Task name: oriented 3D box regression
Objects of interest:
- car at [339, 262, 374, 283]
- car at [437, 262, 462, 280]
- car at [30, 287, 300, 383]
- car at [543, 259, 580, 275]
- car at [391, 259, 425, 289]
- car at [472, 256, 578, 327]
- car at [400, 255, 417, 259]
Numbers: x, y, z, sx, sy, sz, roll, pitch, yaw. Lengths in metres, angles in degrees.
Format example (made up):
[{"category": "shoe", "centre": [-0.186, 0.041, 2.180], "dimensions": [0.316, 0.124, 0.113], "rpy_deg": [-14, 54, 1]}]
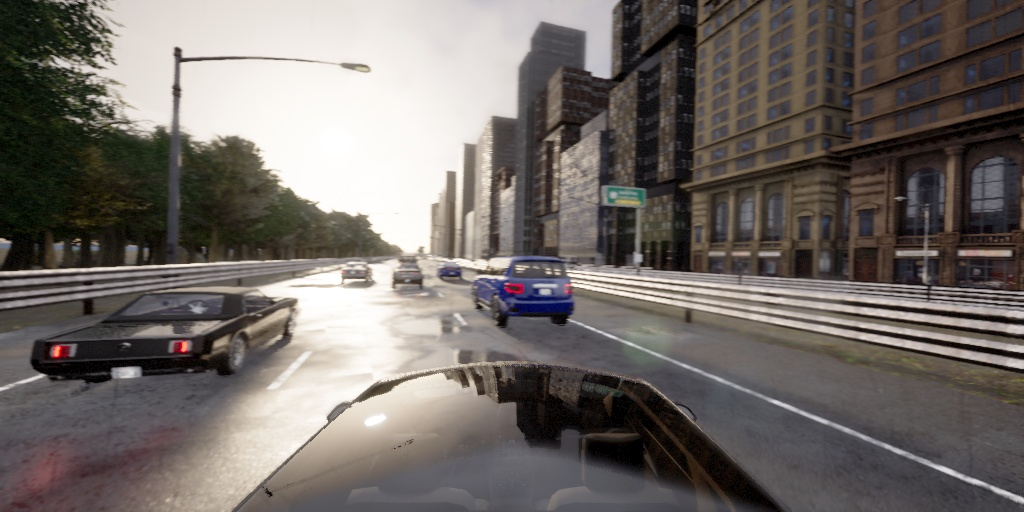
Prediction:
[{"category": "car", "centre": [-11.270, 1.157, 26.243], "dimensions": [2.033, 1.411, 5.357], "rpy_deg": [1, 0, -16]}, {"category": "car", "centre": [-5.601, 1.257, 31.842], "dimensions": [1.882, 1.535, 5.008], "rpy_deg": [1, 0, -16]}, {"category": "car", "centre": [-5.665, 1.240, 6.847], "dimensions": [1.895, 1.301, 4.718], "rpy_deg": [1, 0, -16]}, {"category": "car", "centre": [7.243, 1.586, 52.955], "dimensions": [2.150, 2.045, 5.566], "rpy_deg": [1, 0, -34]}, {"category": "car", "centre": [-6.617, 1.194, 22.755], "dimensions": [2.128, 1.511, 4.902], "rpy_deg": [1, 0, -16]}, {"category": "car", "centre": [0.130, 1.030, 12.030], "dimensions": [2.150, 2.045, 5.566], "rpy_deg": [1, 0, -16]}, {"category": "car", "centre": [-11.562, 0.907, 39.884], "dimensions": [2.150, 2.045, 5.566], "rpy_deg": [1, 0, -16]}]
